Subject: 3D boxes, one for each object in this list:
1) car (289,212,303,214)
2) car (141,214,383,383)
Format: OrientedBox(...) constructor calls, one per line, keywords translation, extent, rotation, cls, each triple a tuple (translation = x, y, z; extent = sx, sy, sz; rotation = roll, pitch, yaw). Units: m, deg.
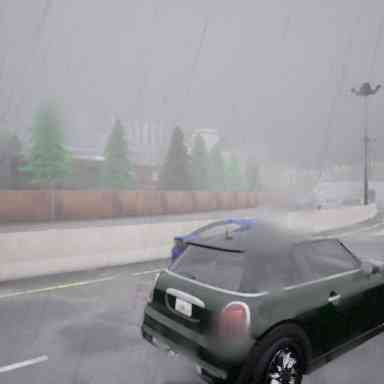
OrientedBox(translation=(1.720, 1.527, 9.791), extent=(5.008, 1.535, 1.882), rotation=(0, 0, -39), cls="car")
OrientedBox(translation=(1.577, 1.378, 5.223), extent=(4.553, 1.767, 2.097), rotation=(0, 0, -38), cls="car")
